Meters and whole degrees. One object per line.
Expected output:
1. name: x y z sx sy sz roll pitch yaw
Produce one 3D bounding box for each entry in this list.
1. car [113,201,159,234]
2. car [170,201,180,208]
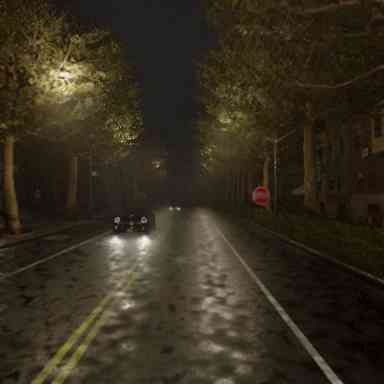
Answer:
1. car: -3.543 1.650 21.192 2.097 1.767 4.553 0 -1 1
2. car: -3.490 2.563 69.092 1.895 1.301 4.718 0 -1 0
